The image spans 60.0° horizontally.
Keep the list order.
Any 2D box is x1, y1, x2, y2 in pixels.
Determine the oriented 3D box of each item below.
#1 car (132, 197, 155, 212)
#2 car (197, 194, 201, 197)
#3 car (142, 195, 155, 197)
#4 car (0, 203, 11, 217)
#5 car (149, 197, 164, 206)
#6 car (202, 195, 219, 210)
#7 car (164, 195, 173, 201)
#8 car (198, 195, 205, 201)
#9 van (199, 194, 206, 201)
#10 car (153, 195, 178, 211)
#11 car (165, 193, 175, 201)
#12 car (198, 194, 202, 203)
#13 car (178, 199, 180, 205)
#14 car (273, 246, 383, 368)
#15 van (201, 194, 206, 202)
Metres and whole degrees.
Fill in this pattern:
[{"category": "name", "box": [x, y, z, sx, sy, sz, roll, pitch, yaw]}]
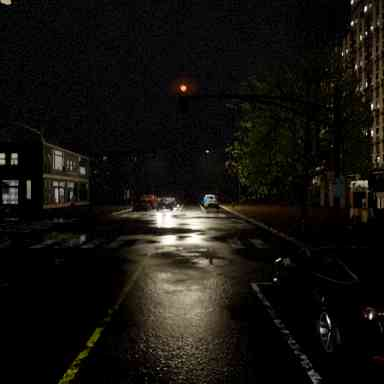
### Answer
[{"category": "car", "box": [-5.736, 1.584, 38.228, 1.802, 1.307, 4.206, 0, 0, 0]}, {"category": "car", "box": [2.600, 1.572, 71.548, 1.947, 1.339, 4.313, 0, 0, 0]}, {"category": "car", "box": [-5.743, 1.318, 43.779, 2.192, 1.841, 5.009, 0, 0, 0]}, {"category": "car", "box": [-17.304, 1.371, 27.216, 4.507, 1.381, 1.887, 1, -1, -1]}, {"category": "car", "box": [-5.758, 1.555, 54.881, 2.008, 1.369, 4.403, 0, 0, 0]}, {"category": "car", "box": [2.636, 1.528, 43.962, 1.752, 1.417, 4.829, 0, 0, 0]}, {"category": "car", "box": [-5.795, 1.558, 82.636, 2.008, 1.369, 4.403, 0, 0, 0]}, {"category": "car", "box": [2.578, 1.534, 88.371, 1.752, 1.417, 4.829, 0, 0, 0]}, {"category": "van", "box": [2.587, 1.349, 82.650, 1.690, 1.788, 3.998, 0, 0, 0]}, {"category": "car", "box": [-3.145, 1.494, 40.006, 2.128, 1.511, 4.902, 0, 0, 0]}, {"category": "car", "box": [-5.802, 1.324, 88.187, 2.192, 1.841, 5.009, 0, 0, 0]}, {"category": "car", "box": [2.614, 1.556, 60.446, 2.008, 1.369, 4.403, 0, 0, 0]}, {"category": "car", "box": [-3.166, 1.567, 49.137, 1.994, 1.385, 4.181, 0, 0, -1]}, {"category": "car", "box": [2.687, 1.566, 5.763, 1.947, 1.339, 4.313, 0, 0, 0]}, {"category": "van", "box": [2.630, 1.345, 49.344, 1.690, 1.788, 3.998, 0, 0, 0]}]
